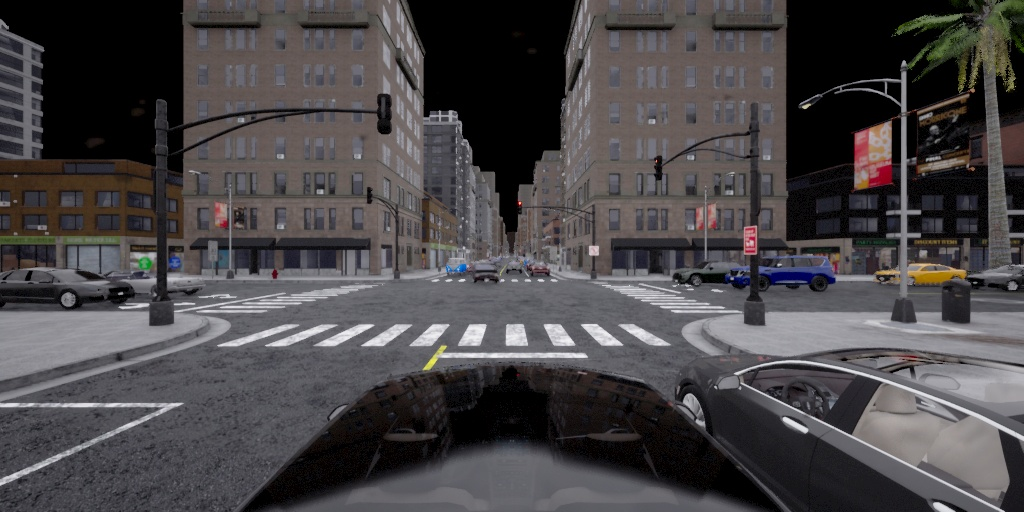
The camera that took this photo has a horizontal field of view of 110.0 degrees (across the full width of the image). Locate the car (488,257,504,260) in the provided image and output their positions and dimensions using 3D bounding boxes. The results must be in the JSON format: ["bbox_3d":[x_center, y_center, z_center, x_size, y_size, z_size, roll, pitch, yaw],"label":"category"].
[{"bbox_3d":[-2.854,1.316,60.271,1.994,1.385,4.181,0,0,1],"label":"car"}]

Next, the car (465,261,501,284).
[{"bbox_3d":[-2.249,1.298,27.510,2.033,1.411,5.357,0,0,-11],"label":"car"}]

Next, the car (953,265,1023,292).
[{"bbox_3d":[29.763,1.300,21.171,4.892,1.490,1.837,-1,0,0],"label":"car"}]

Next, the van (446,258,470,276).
[{"bbox_3d":[-5.727,1.093,37.030,1.690,1.789,3.998,0,0,0],"label":"van"}]

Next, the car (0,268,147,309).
[{"bbox_3d":[-17.946,1.232,14.201,4.892,1.490,1.837,0,0,0],"label":"car"}]

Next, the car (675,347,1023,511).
[{"bbox_3d":[2.668,1.300,2.347,2.007,1.370,4.403,0,0,0],"label":"car"}]

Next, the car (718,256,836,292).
[{"bbox_3d":[15.704,0.994,21.093,5.566,2.045,2.150,0,0,0],"label":"car"}]

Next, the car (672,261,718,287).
[{"bbox_3d":[13.400,1.117,24.330,4.553,1.767,2.097,0,0,0],"label":"car"}]

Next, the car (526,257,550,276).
[{"bbox_3d":[2.799,1.192,36.997,1.967,1.591,4.097,0,0,0],"label":"car"}]

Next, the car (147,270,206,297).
[{"bbox_3d":[-17.907,1.324,17.451,4.718,1.301,1.895,0,0,0],"label":"car"}]

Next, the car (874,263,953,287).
[{"bbox_3d":[27.677,1.267,24.410,5.008,1.535,1.882,0,0,0],"label":"car"}]

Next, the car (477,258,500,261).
[{"bbox_3d":[-2.936,1.317,44.799,1.994,1.385,4.181,0,0,0],"label":"car"}]

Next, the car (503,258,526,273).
[{"bbox_3d":[0.259,1.300,43.807,2.033,1.411,5.357,0,0,0],"label":"car"}]

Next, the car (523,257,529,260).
[{"bbox_3d":[2.844,1.193,48.335,1.967,1.591,4.097,0,0,0],"label":"car"}]
